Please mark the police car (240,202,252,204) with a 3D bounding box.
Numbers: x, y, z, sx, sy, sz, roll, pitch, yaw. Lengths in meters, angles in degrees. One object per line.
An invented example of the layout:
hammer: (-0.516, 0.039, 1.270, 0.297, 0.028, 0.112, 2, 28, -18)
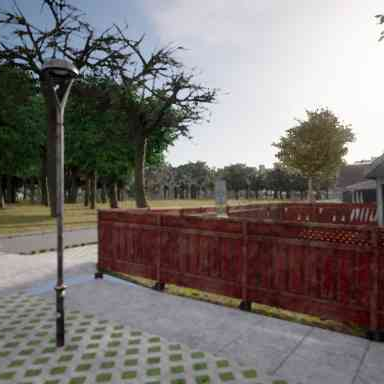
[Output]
police car: (6.468, 2.036, 40.703, 2.038, 1.542, 4.974, -2, -2, 34)
